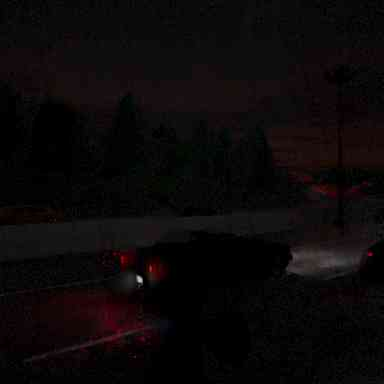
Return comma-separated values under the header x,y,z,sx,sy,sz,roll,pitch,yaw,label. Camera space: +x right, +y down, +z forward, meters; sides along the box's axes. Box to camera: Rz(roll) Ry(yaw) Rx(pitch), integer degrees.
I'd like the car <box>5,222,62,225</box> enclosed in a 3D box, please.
x,y,z,sx,sy,sz,roll,pitch,yaw,label
-11.204,1.605,22.028,5.008,1.535,1.882,1,-1,-38,car

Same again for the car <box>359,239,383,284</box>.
x,y,z,sx,sy,sz,roll,pitch,yaw,label
6.242,1.679,8.870,4.181,1.385,1.994,1,-1,-39,car

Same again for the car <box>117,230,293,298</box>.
x,y,z,sx,sy,sz,roll,pitch,yaw,label
0.582,1.682,8.796,4.718,1.301,1.895,1,-1,-38,car

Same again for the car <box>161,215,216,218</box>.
x,y,z,sx,sy,sz,roll,pitch,yaw,label
-0.392,1.695,21.775,4.892,1.490,1.837,1,-1,-40,car
